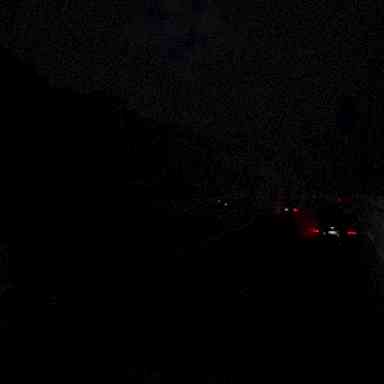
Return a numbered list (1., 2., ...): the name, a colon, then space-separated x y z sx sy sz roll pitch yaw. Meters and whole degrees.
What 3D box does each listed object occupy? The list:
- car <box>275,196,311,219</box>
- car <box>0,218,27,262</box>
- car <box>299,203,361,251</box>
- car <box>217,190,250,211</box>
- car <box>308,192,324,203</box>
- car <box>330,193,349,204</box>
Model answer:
1. car: 7.668 1.278 25.605 2.033 1.411 5.357 0 1 24
2. car: -7.068 1.377 9.198 2.128 1.511 4.902 0 1 24
3. car: 5.863 1.416 13.687 2.033 1.411 5.357 0 1 24
4. car: 4.420 0.828 34.635 2.150 2.045 5.566 0 1 25
5. car: 18.242 0.731 49.103 2.097 1.767 4.553 0 1 26
6. car: 17.760 0.879 40.092 2.097 1.767 4.553 0 1 24
